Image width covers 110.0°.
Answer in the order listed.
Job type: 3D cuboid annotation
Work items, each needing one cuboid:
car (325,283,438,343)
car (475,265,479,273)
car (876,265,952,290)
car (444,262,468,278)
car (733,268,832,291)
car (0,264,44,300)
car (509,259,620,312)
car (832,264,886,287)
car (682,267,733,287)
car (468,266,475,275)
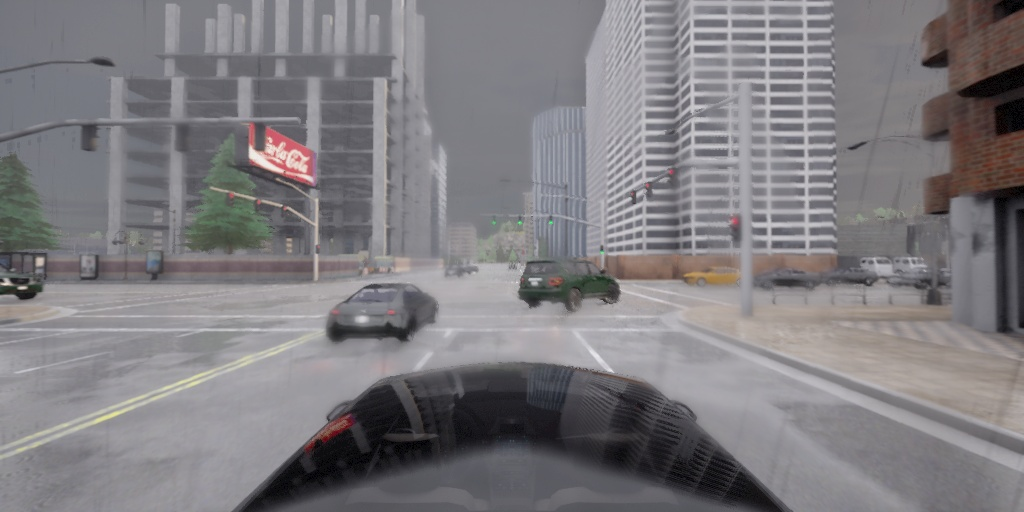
[{"bbox_3d":[-3.398,1.438,10.139,1.994,1.385,4.181,0,-1,0],"label":"car"},{"bbox_3d":[-6.979,2.220,63.252,1.994,1.385,4.181,0,-1,1],"label":"car"},{"bbox_3d":[29.003,1.583,24.937,4.902,1.511,2.128,0,-1,0],"label":"car"},{"bbox_3d":[-7.076,1.867,44.214,2.128,1.511,4.902,0,-1,0],"label":"car"},{"bbox_3d":[18.629,1.583,24.902,4.902,1.511,2.128,0,-1,0],"label":"car"},{"bbox_3d":[-26.664,1.204,17.487,5.566,2.045,2.150,0,-1,-1],"label":"car"},{"bbox_3d":[2.631,1.177,15.651,2.150,2.045,5.566,-3,-3,41],"label":"car"},{"bbox_3d":[26.069,1.635,28.429,4.902,1.511,2.128,0,-1,0],"label":"car"},{"bbox_3d":[16.133,1.620,28.391,5.008,1.535,1.882,0,-1,0],"label":"car"},{"bbox_3d":[-7.055,2.074,53.322,1.994,1.385,4.181,0,-1,1],"label":"car"}]
